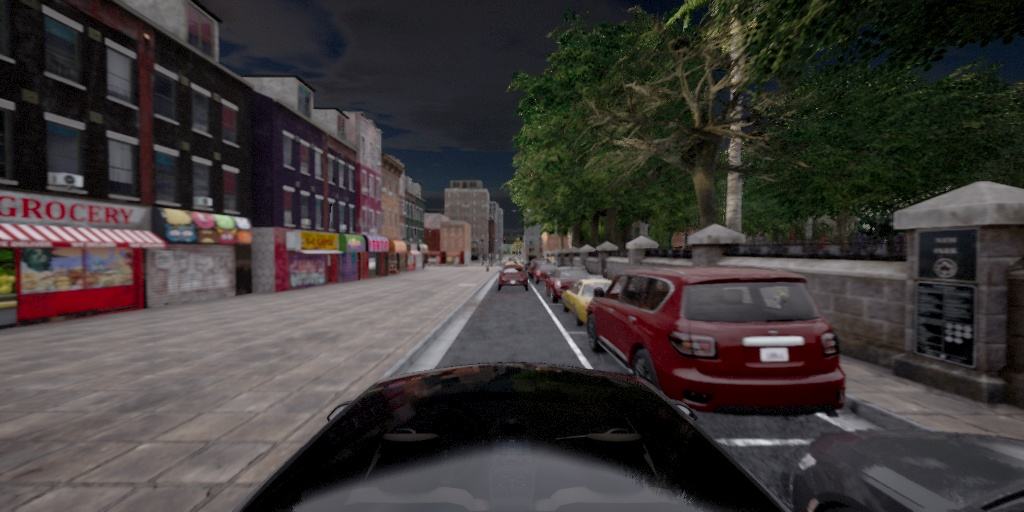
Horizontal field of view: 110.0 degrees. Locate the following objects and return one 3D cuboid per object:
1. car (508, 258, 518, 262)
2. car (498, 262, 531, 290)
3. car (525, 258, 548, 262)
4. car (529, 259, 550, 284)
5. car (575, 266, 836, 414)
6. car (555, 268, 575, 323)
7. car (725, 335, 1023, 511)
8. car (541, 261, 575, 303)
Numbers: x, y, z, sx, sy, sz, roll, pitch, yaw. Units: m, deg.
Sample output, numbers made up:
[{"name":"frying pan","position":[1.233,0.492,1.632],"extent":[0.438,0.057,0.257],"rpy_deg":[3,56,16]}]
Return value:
[{"name":"car","position":[0.087,1.344,45.042],"extent":[1.882,1.535,5.008],"rpy_deg":[0,0,0]},{"name":"car","position":[0.067,1.313,22.803],"extent":[1.812,1.442,4.674],"rpy_deg":[0,0,0]},{"name":"car","position":[2.629,1.134,33.214],"extent":[2.192,1.841,5.009],"rpy_deg":[0,0,0]},{"name":"car","position":[2.631,1.241,27.764],"extent":[1.967,1.591,4.097],"rpy_deg":[0,0,0]},{"name":"car","position":[2.635,1.070,5.964],"extent":[2.192,1.841,5.009],"rpy_deg":[0,0,0]},{"name":"car","position":[2.634,1.289,11.584],"extent":[1.751,1.417,4.829],"rpy_deg":[0,0,0]},{"name":"car","position":[2.637,1.299,0.515],"extent":[2.007,1.370,4.403],"rpy_deg":[0,0,0]},{"name":"car","position":[2.633,1.214,16.865],"extent":[1.967,1.591,4.097],"rpy_deg":[0,0,0]}]
